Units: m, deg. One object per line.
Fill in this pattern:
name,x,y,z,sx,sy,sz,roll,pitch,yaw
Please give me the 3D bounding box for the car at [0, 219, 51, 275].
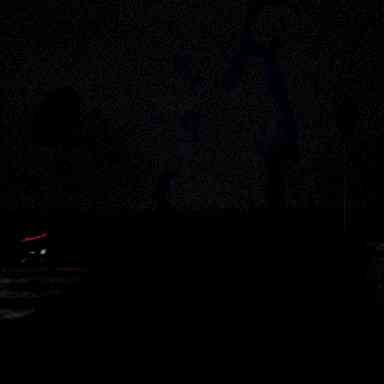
car,-6.721,1.547,9.698,4.902,1.511,2.128,-1,0,1
